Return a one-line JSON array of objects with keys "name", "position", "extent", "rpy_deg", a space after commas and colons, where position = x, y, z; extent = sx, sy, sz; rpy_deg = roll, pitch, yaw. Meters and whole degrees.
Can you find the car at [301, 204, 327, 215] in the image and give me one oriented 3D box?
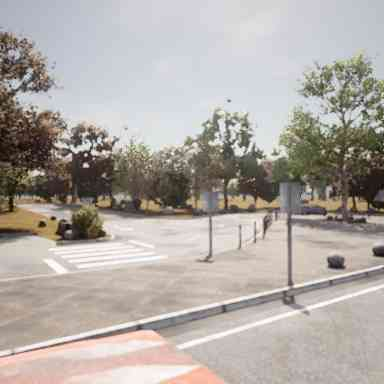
[{"name": "car", "position": [15.674, 2.273, 44.239], "extent": [4.181, 1.385, 1.994], "rpy_deg": [1, 1, 5]}]
